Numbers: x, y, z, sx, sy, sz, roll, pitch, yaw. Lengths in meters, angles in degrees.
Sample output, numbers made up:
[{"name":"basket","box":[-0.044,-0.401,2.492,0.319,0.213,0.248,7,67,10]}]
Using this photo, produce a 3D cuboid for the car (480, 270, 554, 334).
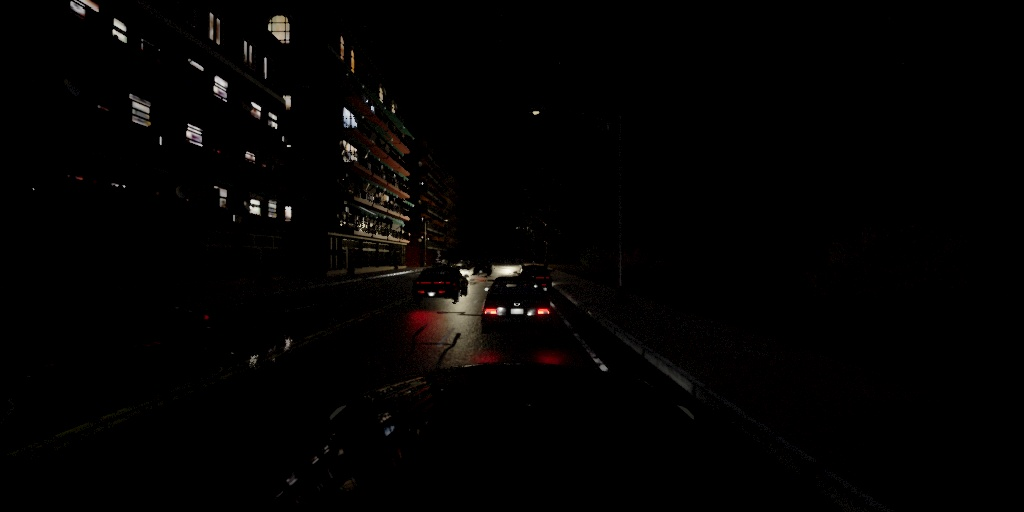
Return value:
[{"name":"car","box":[0.116,1.299,10.608,2.033,1.411,5.357,0,0,0]}]

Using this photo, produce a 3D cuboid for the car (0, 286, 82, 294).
[{"name":"car","box":[-9.842,1.298,6.789,2.033,1.411,5.357,0,0,0]}]

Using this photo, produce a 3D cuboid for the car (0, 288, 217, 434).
[{"name":"car","box":[-6.595,1.314,5.039,1.994,1.385,4.181,0,0,0]}]

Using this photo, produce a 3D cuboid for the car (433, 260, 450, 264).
[{"name":"car","box":[-9.763,1.242,49.345,2.128,1.511,4.902,0,0,0]}]

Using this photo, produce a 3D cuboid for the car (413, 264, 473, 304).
[{"name":"car","box":[-3.126,1.254,16.379,1.837,1.490,4.892,0,-1,0]}]

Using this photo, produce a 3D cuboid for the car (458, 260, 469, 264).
[{"name":"car","box":[-6.517,1.298,48.410,2.033,1.411,5.357,0,0,0]}]

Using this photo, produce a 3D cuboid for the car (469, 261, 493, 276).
[{"name":"car","box":[-3.086,1.258,38.054,1.837,1.490,4.892,0,1,0]}]

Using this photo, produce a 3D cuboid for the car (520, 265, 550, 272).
[{"name":"car","box":[1.169,1.257,20.296,1.837,1.490,4.892,0,0,0]}]
